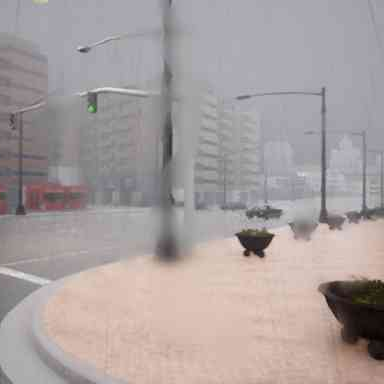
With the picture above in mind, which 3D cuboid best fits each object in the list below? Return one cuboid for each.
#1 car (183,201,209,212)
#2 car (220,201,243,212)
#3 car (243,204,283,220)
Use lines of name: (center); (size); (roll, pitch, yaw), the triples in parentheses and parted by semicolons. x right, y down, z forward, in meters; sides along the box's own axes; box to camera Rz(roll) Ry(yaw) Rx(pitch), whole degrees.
car: (0.603, 1.992, 46.880); (1.812, 1.442, 4.674); (0, -1, 36)
car: (6.130, 2.081, 48.578); (2.033, 1.411, 5.357); (0, -1, 36)
car: (6.931, 1.929, 31.447); (1.895, 1.301, 4.718); (0, -1, 35)
